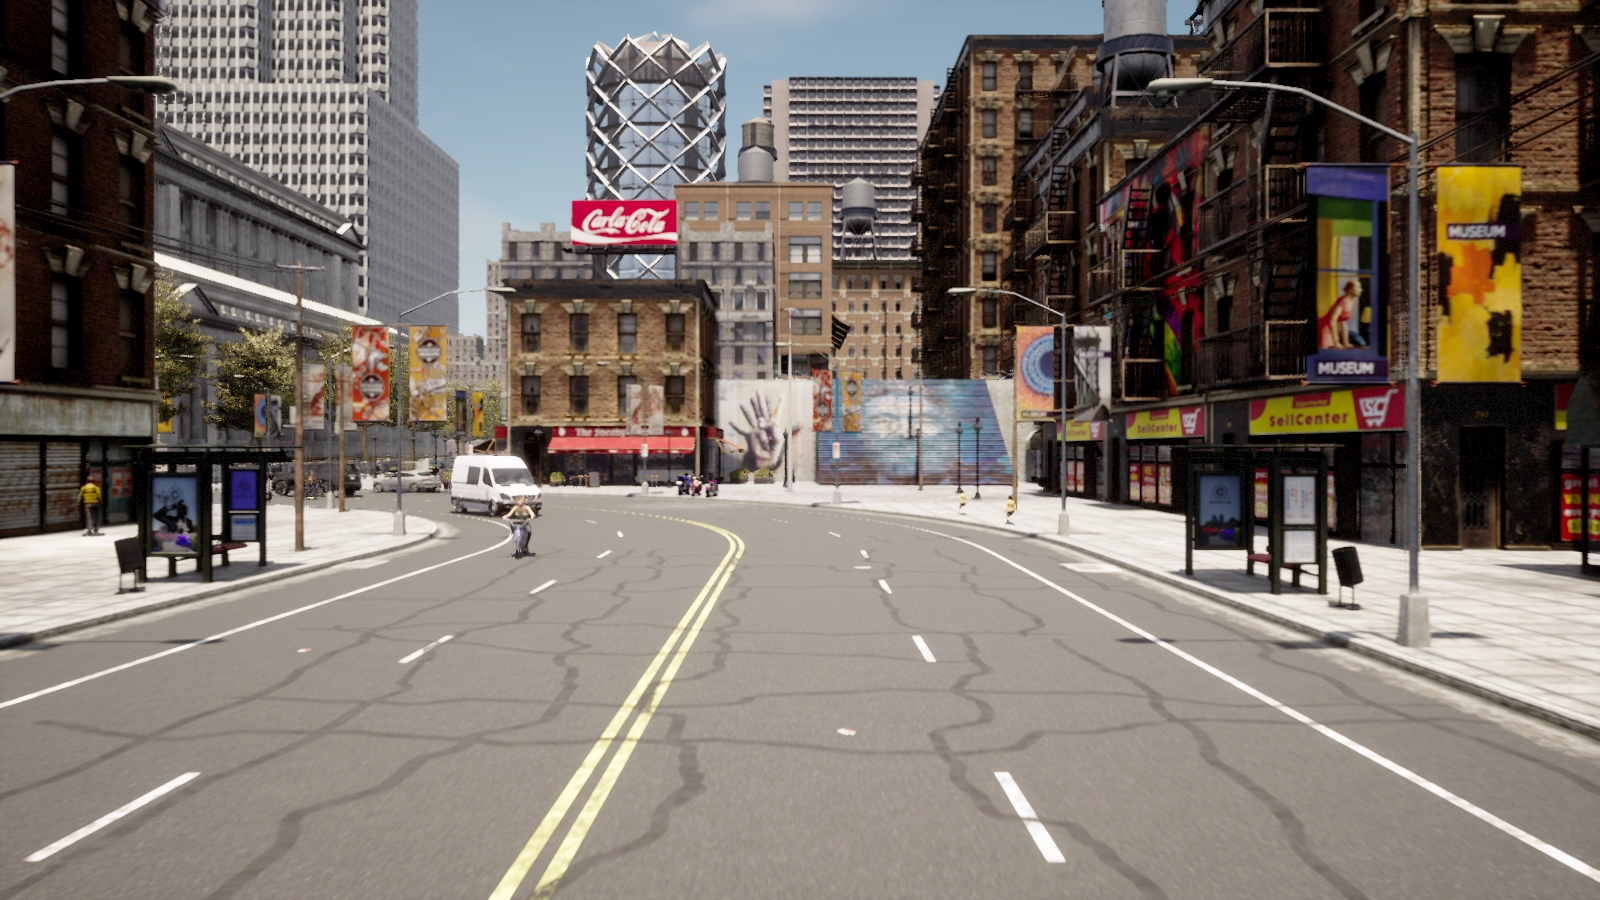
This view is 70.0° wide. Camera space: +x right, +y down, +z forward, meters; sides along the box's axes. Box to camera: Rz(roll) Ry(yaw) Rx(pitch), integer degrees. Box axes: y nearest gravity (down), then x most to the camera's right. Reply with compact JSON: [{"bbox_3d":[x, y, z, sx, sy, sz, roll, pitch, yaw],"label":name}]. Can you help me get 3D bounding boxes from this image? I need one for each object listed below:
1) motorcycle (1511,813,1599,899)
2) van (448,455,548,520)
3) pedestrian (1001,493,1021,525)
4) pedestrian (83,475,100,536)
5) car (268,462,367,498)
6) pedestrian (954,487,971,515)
[{"bbox_3d":[3.498,2.182,4.028,0.856,1.236,1.805,0,0,0],"label":"motorcycle"},{"bbox_3d":[-13.034,1.534,49.069,1.988,2.561,5.915,1,0,-38],"label":"van"},{"bbox_3d":[7.442,2.076,40.348,0.500,1.100,0.500,0,0,-19],"label":"pedestrian"},{"bbox_3d":[-21.738,1.696,35.074,0.375,1.860,0.375,0,0,-20],"label":"pedestrian"},{"bbox_3d":[-29.059,1.779,68.831,5.566,2.045,2.150,0,0,21],"label":"car"},{"bbox_3d":[6.572,2.076,46.276,0.500,1.100,0.500,0,0,-19],"label":"pedestrian"}]
